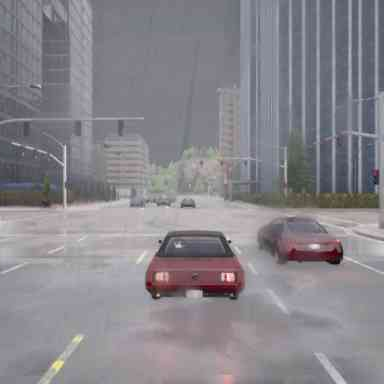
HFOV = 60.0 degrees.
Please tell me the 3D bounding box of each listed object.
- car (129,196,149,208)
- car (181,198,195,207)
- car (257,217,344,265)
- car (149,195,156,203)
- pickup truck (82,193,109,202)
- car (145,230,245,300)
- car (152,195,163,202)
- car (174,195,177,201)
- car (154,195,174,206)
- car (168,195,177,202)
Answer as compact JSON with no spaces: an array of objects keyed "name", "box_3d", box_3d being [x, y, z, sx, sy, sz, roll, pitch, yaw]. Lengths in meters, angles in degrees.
[{"name":"car","box_3d":[-7.766,1.491,47.769,1.837,1.490,4.892,0,0,-1]},{"name":"car","box_3d":[-0.594,1.551,49.285,1.994,1.385,4.181,0,0,-1]},{"name":"car","box_3d":[3.582,1.561,11.715,1.994,1.385,4.181,0,0,0]},{"name":"car","box_3d":[-7.959,1.489,64.701,1.837,1.490,4.892,0,0,0]},{"name":"pickup truck","box_3d":[-21.165,1.039,73.415,2.390,2.098,6.274,0,0,30]},{"name":"car","box_3d":[0.074,1.599,8.358,1.895,1.301,4.718,0,0,0]},{"name":"car","box_3d":[-8.129,1.500,79.542,2.128,1.511,4.902,0,0,-1]},{"name":"car","box_3d":[-4.459,1.489,64.606,1.837,1.490,4.892,0,0,0]},{"name":"car","box_3d":[-4.315,1.550,52.020,1.994,1.385,4.181,0,0,-1]},{"name":"car","box_3d":[-4.629,1.500,79.591,2.128,1.511,4.902,0,0,-1]}]
